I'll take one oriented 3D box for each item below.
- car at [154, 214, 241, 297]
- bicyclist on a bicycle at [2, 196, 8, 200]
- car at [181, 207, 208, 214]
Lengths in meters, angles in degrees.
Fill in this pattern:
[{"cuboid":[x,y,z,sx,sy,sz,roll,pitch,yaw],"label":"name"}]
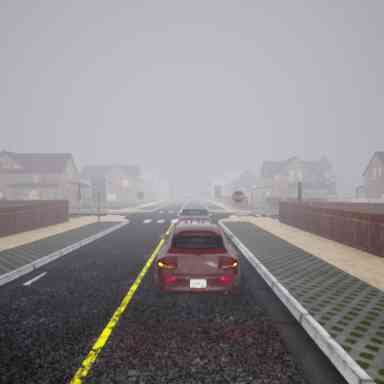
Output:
[{"cuboid":[0.120,1.524,8.464,1.812,1.442,4.674,0,0,0],"label":"car"},{"cuboid":[-20.084,1.203,35.776,0.582,1.620,1.656,0,0,0],"label":"bicyclist on a bicycle"},{"cuboid":[0.136,1.547,18.646,2.033,1.411,5.357,0,0,0],"label":"car"}]
